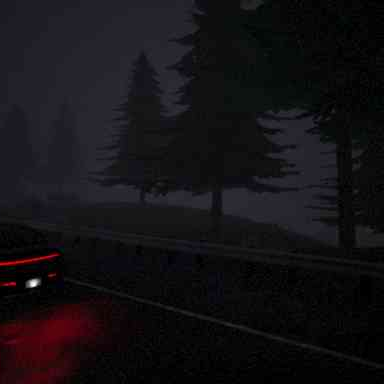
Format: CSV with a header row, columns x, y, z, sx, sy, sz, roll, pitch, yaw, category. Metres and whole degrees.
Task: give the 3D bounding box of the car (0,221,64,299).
x,y,z,sx,sy,sz,roll,pitch,yaw,category
-4.909,1.438,7.689,4.892,1.490,1.837,1,0,37,car
